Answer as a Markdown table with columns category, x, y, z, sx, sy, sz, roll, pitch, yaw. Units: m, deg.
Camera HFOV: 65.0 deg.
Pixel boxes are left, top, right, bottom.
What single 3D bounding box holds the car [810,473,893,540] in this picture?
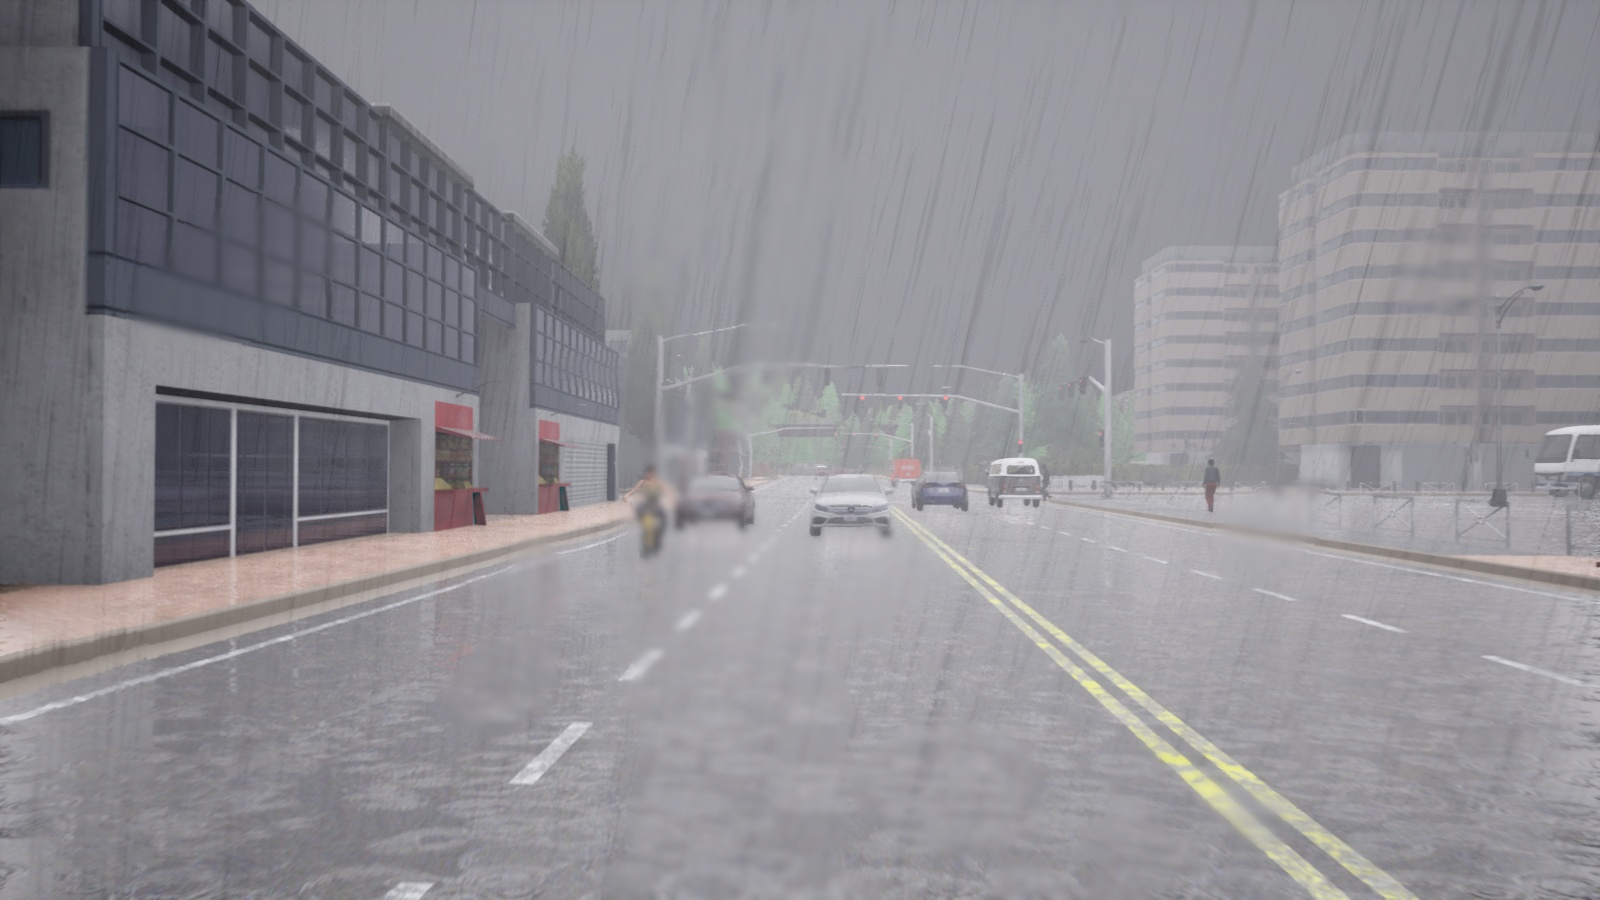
| category | x | y | z | sx | sy | sz | roll | pitch | yaw |
| --- | --- | --- | --- | --- | --- | --- | --- | --- | --- |
| car | 1.219 | 1.284 | 29.986 | 1.812 | 1.442 | 4.674 | 0 | -1 | 2 |

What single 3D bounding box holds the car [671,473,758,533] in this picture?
| category | x | y | z | sx | sy | sz | roll | pitch | yaw |
| --- | --- | --- | --- | --- | --- | --- | --- | --- | --- |
| car | -2.175 | 1.346 | 33.034 | 1.812 | 1.442 | 4.674 | 0 | -1 | 2 |

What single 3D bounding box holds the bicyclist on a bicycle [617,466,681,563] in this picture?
| category | x | y | z | sx | sy | sz | roll | pitch | yaw |
| --- | --- | --- | --- | --- | --- | --- | --- | --- | --- |
| bicyclist on a bicycle | -2.575 | 1.086 | 21.603 | 0.866 | 1.612 | 1.509 | 0 | -1 | 2 |

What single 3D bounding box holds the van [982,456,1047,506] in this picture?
| category | x | y | z | sx | sy | sz | roll | pitch | yaw |
| --- | --- | --- | --- | --- | --- | --- | --- | --- | --- |
| van | 8.992 | 1.294 | 53.028 | 2.069 | 2.038 | 4.480 | 0 | -1 | 1 |

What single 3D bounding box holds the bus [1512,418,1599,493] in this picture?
| category | x | y | z | sx | sy | sz | roll | pitch | yaw |
| --- | --- | --- | --- | --- | --- | --- | --- | --- | --- |
| bus | 47.874 | 0.323 | 73.300 | 10.273 | 4.253 | 3.944 | 0 | -1 | 0 |

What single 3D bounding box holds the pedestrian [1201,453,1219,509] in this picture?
| category | x | y | z | sx | sy | sz | roll | pitch | yaw |
| --- | --- | --- | --- | --- | --- | --- | --- | --- | --- |
| pedestrian | 13.703 | 1.041 | 41.958 | 0.353 | 1.847 | 0.614 | 0 | -1 | -2 |

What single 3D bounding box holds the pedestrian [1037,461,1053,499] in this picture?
| category | x | y | z | sx | sy | sz | roll | pitch | yaw |
| --- | --- | --- | --- | --- | --- | --- | --- | --- | --- |
| pedestrian | 11.939 | 1.457 | 61.234 | 0.703 | 1.840 | 0.431 | 0 | -1 | 1 |

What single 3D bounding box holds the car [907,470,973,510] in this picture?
| category | x | y | z | sx | sy | sz | roll | pitch | yaw |
| --- | --- | --- | --- | --- | --- | --- | --- | --- | --- |
| car | 5.380 | 1.524 | 48.855 | 2.163 | 1.488 | 4.792 | 0 | -1 | 2 |
